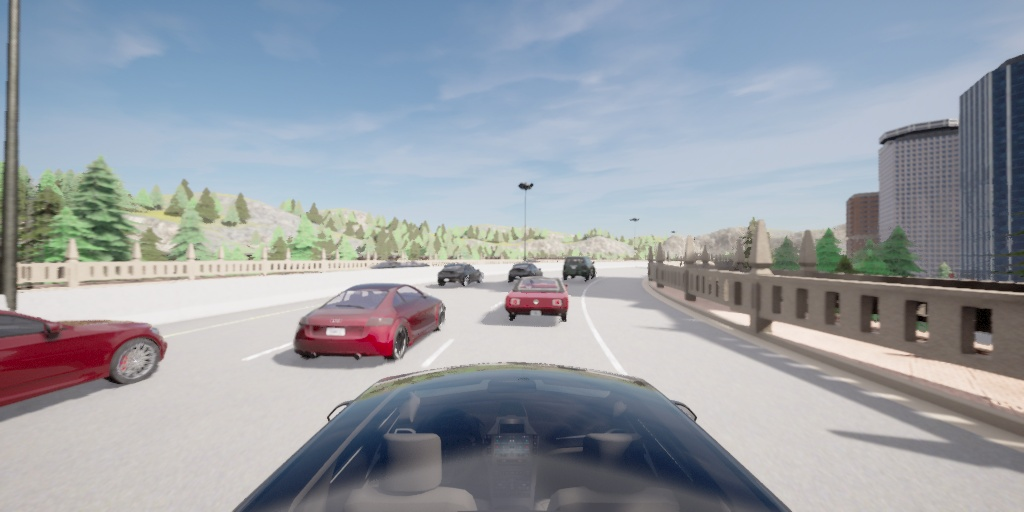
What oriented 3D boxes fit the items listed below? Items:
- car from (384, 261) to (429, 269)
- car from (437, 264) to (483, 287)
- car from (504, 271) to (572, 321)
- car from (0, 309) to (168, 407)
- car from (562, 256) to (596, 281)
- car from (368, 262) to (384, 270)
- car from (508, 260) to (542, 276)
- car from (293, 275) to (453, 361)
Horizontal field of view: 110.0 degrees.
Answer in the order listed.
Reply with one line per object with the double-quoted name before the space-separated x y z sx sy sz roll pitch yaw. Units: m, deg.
"car" -10.564 1.295 37.480 2.128 1.511 4.902 0 0 21
"car" -3.494 1.283 24.922 1.837 1.490 4.892 0 0 15
"car" 1.007 1.367 12.544 1.895 1.301 4.718 0 0 8
"car" -6.728 1.241 4.023 1.812 1.442 4.674 0 0 2
"car" 5.885 1.056 31.217 2.150 2.045 5.566 0 0 21
"car" -13.580 1.306 39.332 1.837 1.490 4.892 0 0 22
"car" 1.107 1.312 28.095 1.837 1.490 4.892 0 0 17
"car" -2.935 1.304 8.304 1.994 1.385 4.181 0 0 5
